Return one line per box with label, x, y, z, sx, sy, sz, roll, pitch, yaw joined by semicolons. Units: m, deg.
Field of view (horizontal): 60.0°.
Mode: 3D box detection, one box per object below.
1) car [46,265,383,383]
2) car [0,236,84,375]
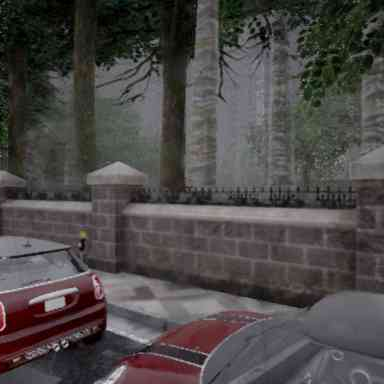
car;1.140;1.440;2.150;4.097;1.590;1.967;0;0;35
car;-3.303;1.431;5.318;4.097;1.590;1.967;0;0;35
